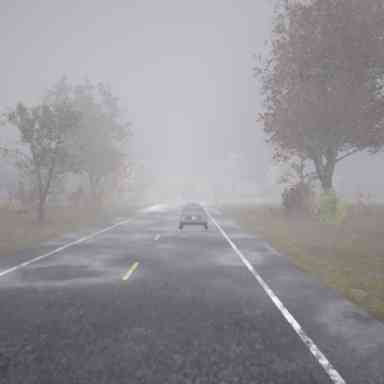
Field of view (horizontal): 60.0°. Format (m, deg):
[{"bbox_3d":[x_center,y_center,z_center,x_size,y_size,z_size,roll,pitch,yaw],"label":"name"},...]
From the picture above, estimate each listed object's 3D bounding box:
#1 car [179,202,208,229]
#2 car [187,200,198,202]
[{"bbox_3d":[0.097,1.597,22.098,2.033,1.411,5.357,0,0,0],"label":"car"},{"bbox_3d":[0.097,1.648,40.842,1.812,1.442,4.674,0,0,0],"label":"car"}]
